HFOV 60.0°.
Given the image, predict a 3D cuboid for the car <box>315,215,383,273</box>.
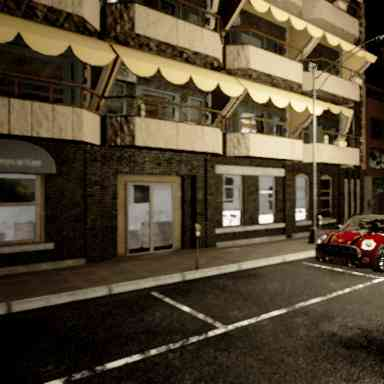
[{"bbox_3d":[5.819,1.479,10.776,4.097,1.590,1.967,0,0,-36],"label":"car"}]
